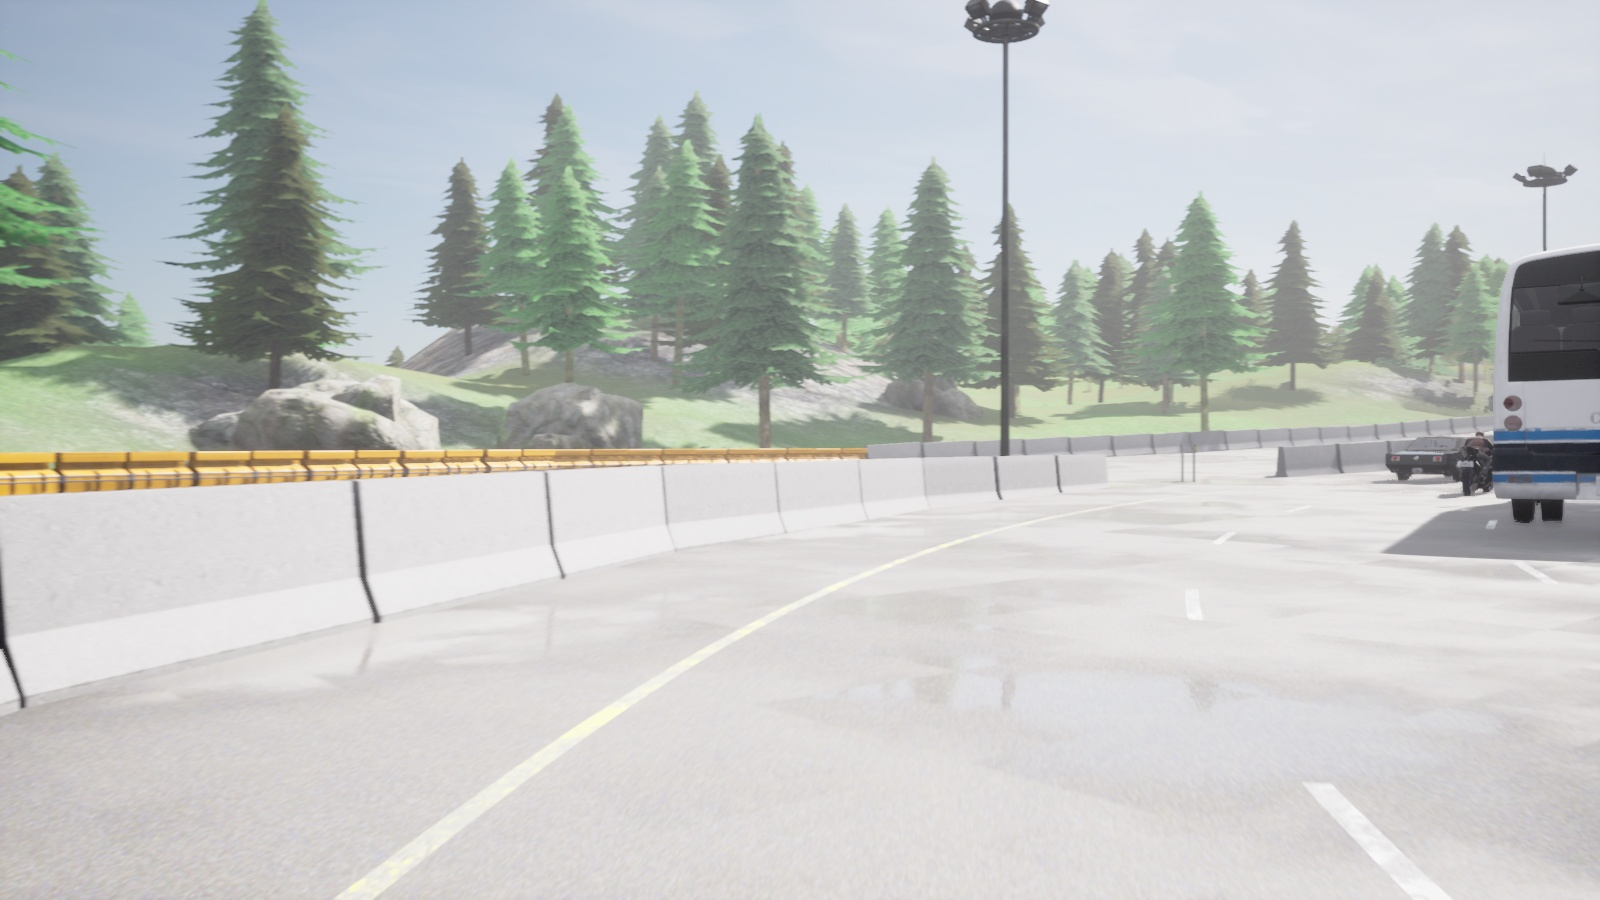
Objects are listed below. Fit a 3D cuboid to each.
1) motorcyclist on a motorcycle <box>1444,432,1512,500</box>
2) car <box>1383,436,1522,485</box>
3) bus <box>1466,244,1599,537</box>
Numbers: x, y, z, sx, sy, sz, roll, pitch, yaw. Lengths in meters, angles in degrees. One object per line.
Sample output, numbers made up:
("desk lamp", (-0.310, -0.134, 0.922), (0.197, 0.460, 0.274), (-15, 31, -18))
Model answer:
("motorcyclist on a motorcycle", (15.984, 0.343, 29.576), (0.866, 1.530, 2.191), (1, 2, 43))
("car", (19.456, 0.264, 37.368), (4.718, 1.301, 1.895), (-2, 1, -39))
("bus", (14.603, -0.950, 22.439), (3.944, 4.253, 10.273), (0, 1, 32))
